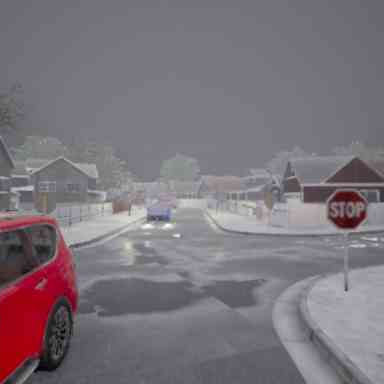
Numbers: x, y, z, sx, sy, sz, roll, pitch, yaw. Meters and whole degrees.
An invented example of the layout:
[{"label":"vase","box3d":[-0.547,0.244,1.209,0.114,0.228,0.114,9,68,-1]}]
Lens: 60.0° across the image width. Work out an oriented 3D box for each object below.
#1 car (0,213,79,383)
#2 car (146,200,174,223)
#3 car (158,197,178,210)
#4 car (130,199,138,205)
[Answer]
[{"label":"car","box3d":[-2.758,1.286,2.805,2.150,2.045,5.566,0,-1,0]},{"label":"car","box3d":[-2.819,1.811,28.930,1.882,1.535,5.008,0,1,-1]},{"label":"car","box3d":[-4.119,1.905,53.769,2.150,2.045,5.566,0,1,-22]},{"label":"car","box3d":[-13.829,2.363,76.351,2.033,1.411,5.357,1,-1,-23]}]
